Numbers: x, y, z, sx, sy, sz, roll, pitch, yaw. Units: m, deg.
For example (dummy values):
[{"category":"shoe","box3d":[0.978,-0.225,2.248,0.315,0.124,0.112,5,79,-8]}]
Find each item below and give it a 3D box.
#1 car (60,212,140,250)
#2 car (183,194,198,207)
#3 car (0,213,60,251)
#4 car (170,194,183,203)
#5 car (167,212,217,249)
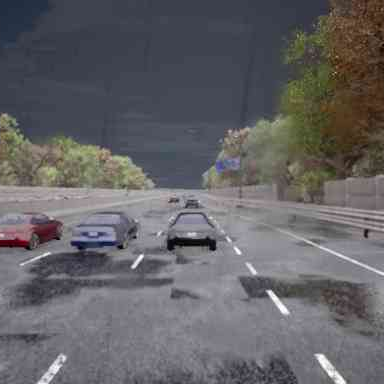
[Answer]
[{"category":"car","box3d":[-3.510,1.547,14.305,2.033,1.411,5.357,0,0,0]},{"category":"car","box3d":[-0.024,1.506,49.620,1.837,1.490,4.892,0,0,0]},{"category":"car","box3d":[-7.009,1.563,14.173,1.994,1.385,4.181,0,0,0]},{"category":"car","box3d":[-3.533,1.478,69.574,1.882,1.535,5.008,0,0,0]},{"category":"car","box3d":[-0.010,1.564,14.450,1.994,1.385,4.181,0,0,0]}]
